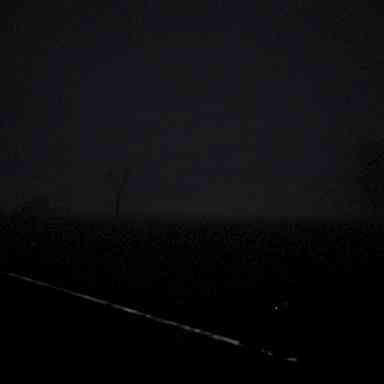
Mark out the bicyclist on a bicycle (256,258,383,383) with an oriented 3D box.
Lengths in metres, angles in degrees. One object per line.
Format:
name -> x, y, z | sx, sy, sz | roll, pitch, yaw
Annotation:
bicyclist on a bicycle -> 1.494, 1.621, 3.865 | 1.656, 1.620, 0.582 | -1, -3, 38

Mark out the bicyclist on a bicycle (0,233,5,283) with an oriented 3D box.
bicyclist on a bicycle -> -5.724, 1.746, 9.491 | 1.656, 1.620, 0.582 | -1, -3, 38
